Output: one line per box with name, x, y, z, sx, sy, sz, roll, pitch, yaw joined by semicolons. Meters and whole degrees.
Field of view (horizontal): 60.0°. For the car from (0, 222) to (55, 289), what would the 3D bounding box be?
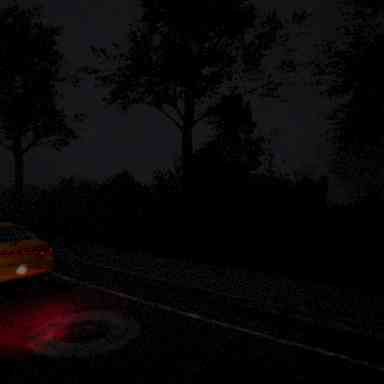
car;-5.476;1.508;8.638;5.008;1.535;1.882;0;0;41
